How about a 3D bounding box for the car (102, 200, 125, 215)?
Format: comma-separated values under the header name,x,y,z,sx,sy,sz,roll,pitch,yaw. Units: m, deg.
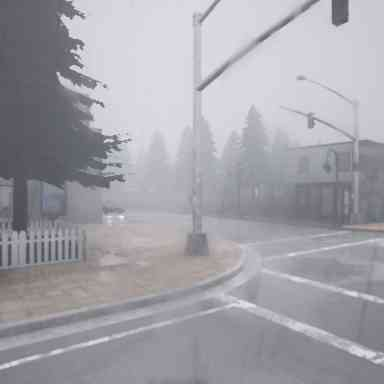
name,x,y,z,sx,sy,sz,roll,pitch,yaw
car,-8.760,1.543,34.522,2.033,1.411,5.357,0,0,-34
